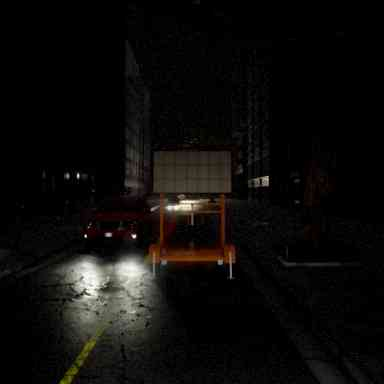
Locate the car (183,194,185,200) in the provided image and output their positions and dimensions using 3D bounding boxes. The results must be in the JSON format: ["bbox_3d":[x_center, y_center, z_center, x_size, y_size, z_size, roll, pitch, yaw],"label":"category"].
[{"bbox_3d":[-2.901,1.345,90.035,2.097,1.767,4.553,0,0,0],"label":"car"}]

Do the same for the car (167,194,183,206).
[{"bbox_3d":[-3.028,1.490,55.291,2.128,1.511,4.902,0,0,0],"label":"car"}]

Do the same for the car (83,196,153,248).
[{"bbox_3d":[-3.084,1.221,15.063,2.150,2.045,5.566,0,0,0],"label":"car"}]

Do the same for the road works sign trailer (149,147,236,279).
[{"bbox_3d":[0.011,0.464,10.002,2.380,3.560,2.880,0,0,0],"label":"road works sign trailer"}]
